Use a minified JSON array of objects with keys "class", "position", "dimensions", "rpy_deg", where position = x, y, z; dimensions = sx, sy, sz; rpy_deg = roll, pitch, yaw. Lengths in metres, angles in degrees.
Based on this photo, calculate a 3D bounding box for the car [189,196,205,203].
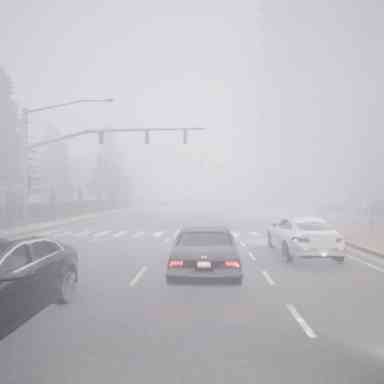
[{"class":"car","position":[1.284,1.903,86.178],"dimensions":[1.882,1.535,5.008],"rpy_deg":[0,0,32]}]

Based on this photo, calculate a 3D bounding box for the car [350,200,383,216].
[{"class":"car","position":[19.990,1.590,35.646],"dimensions":[4.553,1.767,2.097],"rpy_deg":[0,0,1]}]

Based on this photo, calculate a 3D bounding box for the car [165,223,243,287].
[{"class":"car","position":[0.374,1.595,9.557],"dimensions":[2.033,1.411,5.357],"rpy_deg":[0,0,3]}]

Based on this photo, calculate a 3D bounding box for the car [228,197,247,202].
[{"class":"car","position":[11.585,1.962,87.784],"dimensions":[4.902,1.511,2.128],"rpy_deg":[0,0,-44]}]

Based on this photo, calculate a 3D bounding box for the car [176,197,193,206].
[{"class":"car","position":[-1.326,1.779,61.157],"dimensions":[1.882,1.535,5.008],"rpy_deg":[0,0,3]}]

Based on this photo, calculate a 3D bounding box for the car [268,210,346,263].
[{"class":"car","position":[3.997,1.587,12.111],"dimensions":[1.812,1.442,4.674],"rpy_deg":[0,0,3]}]

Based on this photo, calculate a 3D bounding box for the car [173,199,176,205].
[{"class":"car","position":[-4.518,1.894,67.168],"dimensions":[1.994,1.385,4.181],"rpy_deg":[0,0,4]}]

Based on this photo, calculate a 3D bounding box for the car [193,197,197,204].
[{"class":"car","position":[-0.646,1.852,71.265],"dimensions":[1.837,1.490,4.892],"rpy_deg":[0,0,5]}]

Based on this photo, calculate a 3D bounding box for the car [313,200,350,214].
[{"class":"car","position":[16.809,1.746,39.251],"dimensions":[4.902,1.511,2.128],"rpy_deg":[0,0,3]}]

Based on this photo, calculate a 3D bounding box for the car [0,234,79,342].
[{"class":"car","position":[-3.445,1.518,5.416],"dimensions":[2.128,1.511,4.902],"rpy_deg":[0,0,2]}]

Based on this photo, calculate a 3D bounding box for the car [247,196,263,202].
[{"class":"car","position":[16.600,1.976,87.442],"dimensions":[5.357,1.411,2.033],"rpy_deg":[0,0,-35]}]

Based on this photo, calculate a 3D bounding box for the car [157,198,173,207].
[{"class":"car","position":[-4.940,1.887,58.368],"dimensions":[1.895,1.301,4.718],"rpy_deg":[0,0,2]}]

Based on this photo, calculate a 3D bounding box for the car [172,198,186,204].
[{"class":"car","position":[-2.934,1.974,76.968],"dimensions":[1.895,1.301,4.718],"rpy_deg":[0,0,14]}]

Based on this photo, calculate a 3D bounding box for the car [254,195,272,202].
[{"class":"car","position":[20.089,1.821,93.517],"dimensions":[4.553,1.767,2.097],"rpy_deg":[0,0,-22]}]

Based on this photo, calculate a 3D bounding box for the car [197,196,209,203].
[{"class":"car","position":[2.397,1.996,81.027],"dimensions":[1.895,1.301,4.718],"rpy_deg":[0,0,23]}]
